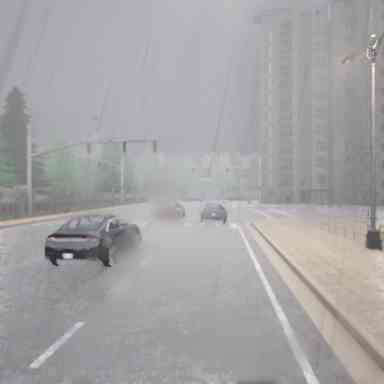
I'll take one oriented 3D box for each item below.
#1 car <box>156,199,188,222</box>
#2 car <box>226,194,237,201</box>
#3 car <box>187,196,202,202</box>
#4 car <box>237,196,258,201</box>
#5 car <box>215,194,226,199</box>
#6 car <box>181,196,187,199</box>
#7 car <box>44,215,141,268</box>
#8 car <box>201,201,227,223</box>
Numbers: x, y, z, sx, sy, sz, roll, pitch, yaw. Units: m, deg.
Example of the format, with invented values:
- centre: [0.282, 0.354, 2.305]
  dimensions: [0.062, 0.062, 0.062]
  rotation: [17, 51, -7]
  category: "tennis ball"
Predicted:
- centre: [-1.676, 1.589, 27.008]
  dimensions: [1.812, 1.442, 4.674]
  rotation: [0, 0, 6]
  category: "car"
- centre: [12.303, 1.712, 91.922]
  dimensions: [4.892, 1.490, 1.837]
  rotation: [0, 0, -41]
  category: "car"
- centre: [1.114, 1.691, 81.843]
  dimensions: [1.837, 1.490, 4.892]
  rotation: [0, 0, 21]
  category: "car"
- centre: [15.310, 1.802, 89.881]
  dimensions: [4.718, 1.301, 1.895]
  rotation: [0, 0, -37]
  category: "car"
- centre: [10.106, 1.424, 94.661]
  dimensions: [5.566, 2.045, 2.150]
  rotation: [0, 0, -41]
  category: "car"
- centre: [-1.481, 1.750, 84.655]
  dimensions: [1.994, 1.385, 4.181]
  rotation: [0, 0, 21]
  category: "car"
- centre: [-3.110, 1.520, 11.386]
  dimensions: [2.128, 1.511, 4.902]
  rotation: [0, 0, 6]
  category: "car"
- centre: [1.772, 1.627, 26.301]
  dimensions: [1.994, 1.385, 4.181]
  rotation: [0, 0, 6]
  category: "car"
